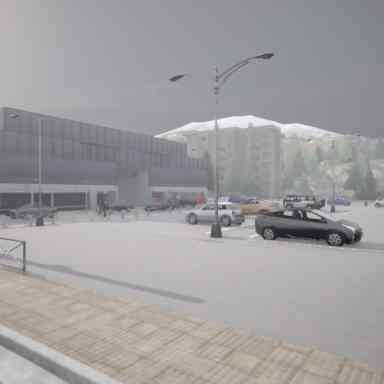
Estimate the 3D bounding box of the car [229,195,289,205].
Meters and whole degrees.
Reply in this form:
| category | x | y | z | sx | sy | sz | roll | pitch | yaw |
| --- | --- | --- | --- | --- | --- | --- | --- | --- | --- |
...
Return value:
| category | x | y | z | sx | sy | sz | roll | pitch | yaw |
| --- | --- | --- | --- | --- | --- | --- | --- | --- | --- |
| car | 4.920 | 1.345 | 27.366 | 5.027 | 1.636 | 2.152 | 0 | 0 | 35 |

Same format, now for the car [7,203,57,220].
| category | x | y | z | sx | sy | sz | roll | pitch | yaw |
| --- | --- | --- | --- | --- | --- | --- | --- | --- | --- |
| car | -14.615 | 1.740 | 30.538 | 1.994 | 1.385 | 4.181 | 0 | 0 | 35 |

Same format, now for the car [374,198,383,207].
| category | x | y | z | sx | sy | sz | roll | pitch | yaw |
| --- | --- | --- | --- | --- | --- | --- | --- | --- | --- |
| car | 28.863 | 1.576 | 48.759 | 3.806 | 1.475 | 1.970 | 0 | 0 | 35 |

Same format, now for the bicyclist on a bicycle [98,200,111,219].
| category | x | y | z | sx | sy | sz | roll | pitch | yaw |
| --- | --- | --- | --- | --- | --- | --- | --- | --- | --- |
| bicyclist on a bicycle | -7.368 | 1.477 | 27.820 | 1.656 | 1.620 | 0.582 | 0 | 0 | 35 |

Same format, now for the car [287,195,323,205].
| category | x | y | z | sx | sy | sz | roll | pitch | yaw |
| --- | --- | --- | --- | --- | --- | --- | --- | --- | --- |
| car | 12.324 | 1.269 | 37.800 | 3.866 | 1.878 | 1.905 | 0 | 0 | 35 |

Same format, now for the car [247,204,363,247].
| category | x | y | z | sx | sy | sz | roll | pitch | yaw |
| --- | --- | --- | --- | --- | --- | --- | --- | --- | --- |
| car | 5.098 | 1.490 | 14.879 | 4.514 | 1.523 | 2.007 | 0 | 0 | 35 |

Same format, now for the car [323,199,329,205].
| category | x | y | z | sx | sy | sz | roll | pitch | yaw |
| --- | --- | --- | --- | --- | --- | --- | --- | --- | --- |
| car | 13.669 | 1.289 | 40.409 | 4.605 | 1.855 | 1.932 | 0 | 0 | 35 |

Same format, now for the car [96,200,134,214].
| category | x | y | z | sx | sy | sz | roll | pitch | yaw |
| --- | --- | --- | --- | --- | --- | --- | --- | --- | --- |
| car | -8.862 | 1.668 | 38.638 | 2.128 | 1.511 | 4.902 | 0 | 0 | 35 |

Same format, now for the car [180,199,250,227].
| category | x | y | z | sx | sy | sz | roll | pitch | yaw |
| --- | --- | --- | --- | --- | --- | --- | --- | --- | --- |
| car | 1.469 | 1.424 | 21.946 | 3.806 | 1.475 | 1.970 | 0 | 0 | 35 |

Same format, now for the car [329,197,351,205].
| category | x | y | z | sx | sy | sz | roll | pitch | yaw |
| --- | --- | --- | --- | --- | --- | --- | --- | --- | --- |
| car | 24.536 | 1.565 | 55.484 | 3.633 | 1.501 | 1.845 | 0 | 0 | 35 |

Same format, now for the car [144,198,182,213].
| category | x | y | z | sx | sy | sz | roll | pitch | yaw |
| --- | --- | --- | --- | --- | --- | --- | --- | --- | --- |
| car | -3.487 | 1.777 | 39.820 | 1.895 | 1.301 | 4.718 | 0 | 0 | 35 |

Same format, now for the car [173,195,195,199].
| category | x | y | z | sx | sy | sz | roll | pitch | yaw |
| --- | --- | --- | --- | --- | --- | --- | --- | --- | --- |
| car | -1.607 | 1.399 | 48.809 | 2.150 | 2.045 | 5.566 | 0 | 0 | 36 |
